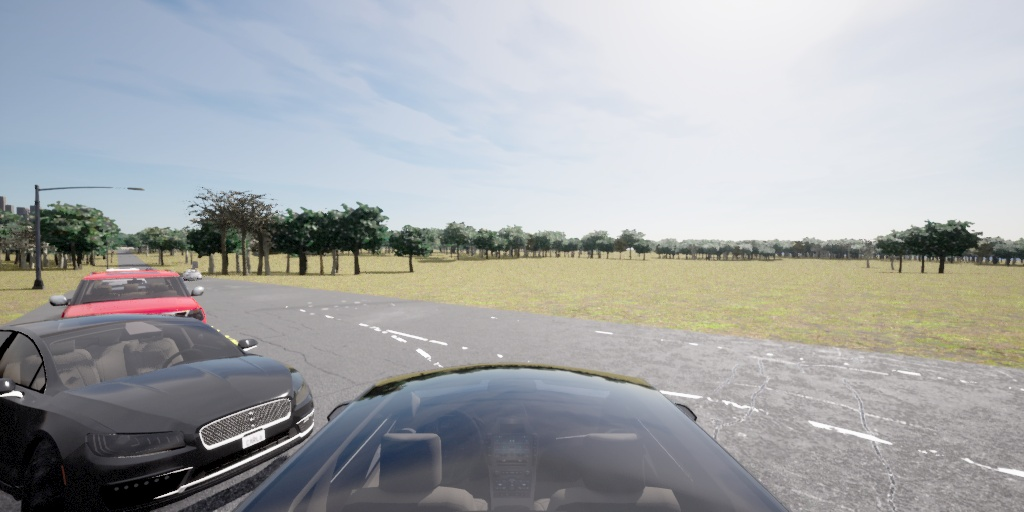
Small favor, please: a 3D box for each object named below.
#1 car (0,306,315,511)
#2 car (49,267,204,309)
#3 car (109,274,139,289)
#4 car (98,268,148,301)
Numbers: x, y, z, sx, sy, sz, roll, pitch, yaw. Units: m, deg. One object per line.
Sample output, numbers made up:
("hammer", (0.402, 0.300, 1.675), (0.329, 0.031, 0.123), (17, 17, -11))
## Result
("car", (-4.470, 1.445, 4.039), (4.892, 1.490, 1.837), (-3, -3, 23))
("car", (-9.268, 1.385, 8.801), (5.566, 2.045, 2.150), (-2, 0, 42))
("car", (-41.332, 2.664, 38.302), (1.895, 1.301, 4.718), (-1, 0, -44))
("car", (-27.462, 1.889, 25.327), (5.566, 2.045, 2.150), (-2, 0, 42))
